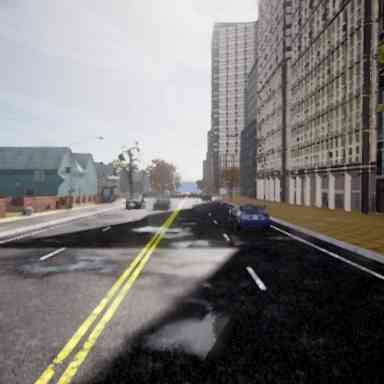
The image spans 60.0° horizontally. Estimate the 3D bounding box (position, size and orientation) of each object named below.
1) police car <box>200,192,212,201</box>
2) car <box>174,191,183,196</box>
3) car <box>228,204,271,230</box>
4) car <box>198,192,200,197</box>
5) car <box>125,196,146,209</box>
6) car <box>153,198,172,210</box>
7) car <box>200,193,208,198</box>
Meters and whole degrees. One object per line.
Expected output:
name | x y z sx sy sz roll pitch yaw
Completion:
police car | 3.251 0.978 70.740 1.930 1.638 5.238 0 0 0
car | -3.249 0.480 78.994 2.097 1.767 4.553 0 0 0
car | 3.351 1.402 20.080 2.033 1.411 5.357 0 0 0
car | 3.251 1.001 81.664 2.163 1.488 4.792 0 0 0
car | -6.586 1.220 39.048 2.128 1.511 4.902 0 0 0
car | -3.341 1.336 38.035 1.895 1.301 4.718 0 0 0
car | 3.251 1.010 92.639 1.994 1.385 4.181 0 0 0
